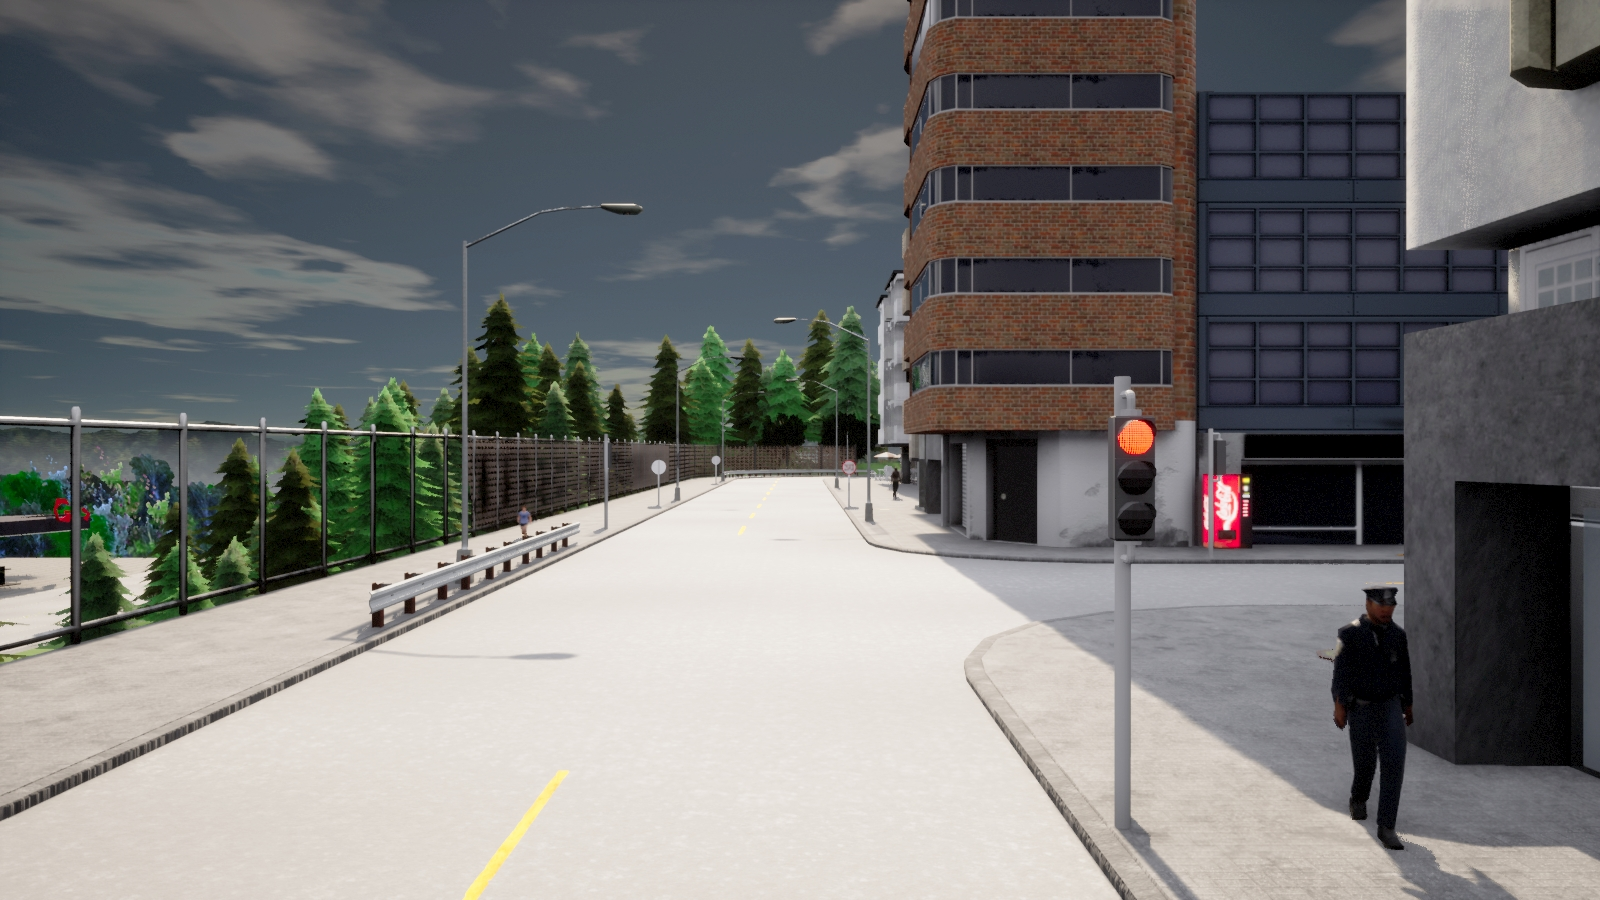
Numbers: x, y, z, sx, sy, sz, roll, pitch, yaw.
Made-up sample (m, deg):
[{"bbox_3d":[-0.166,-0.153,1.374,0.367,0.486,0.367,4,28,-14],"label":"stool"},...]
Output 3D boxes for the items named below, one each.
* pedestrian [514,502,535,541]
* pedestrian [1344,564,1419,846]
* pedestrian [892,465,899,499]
[{"bbox_3d":[-8.155,2.111,33.848,0.500,1.100,0.500,0,0,0],"label":"pedestrian"},{"bbox_3d":[4.031,1.743,7.938,0.375,1.860,0.375,0,0,12],"label":"pedestrian"},{"bbox_3d":[5.166,1.720,61.982,0.375,1.860,0.375,0,0,3],"label":"pedestrian"}]
